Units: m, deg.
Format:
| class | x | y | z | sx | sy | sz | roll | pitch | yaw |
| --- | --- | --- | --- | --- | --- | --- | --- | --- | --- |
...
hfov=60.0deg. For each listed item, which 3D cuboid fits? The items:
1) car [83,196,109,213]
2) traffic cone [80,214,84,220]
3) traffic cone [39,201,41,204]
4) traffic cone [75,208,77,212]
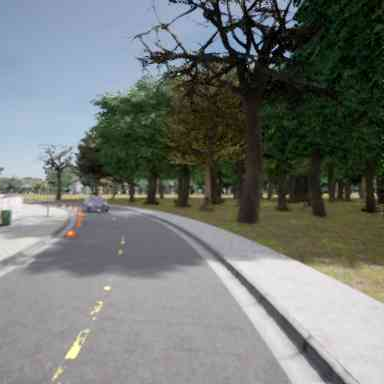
| class | x | y | z | sx | sy | sz | roll | pitch | yaw |
| --- | --- | --- | --- | --- | --- | --- | --- | --- | --- |
| car | -9.892 | 1.188 | 34.187 | 2.097 | 1.767 | 4.553 | 0 | 0 | -25 |
| traffic cone | -6.980 | 1.839 | 20.623 | 0.340 | 0.580 | 0.340 | 0 | 0 | -15 |
| traffic cone | -25.060 | 1.699 | 54.732 | 0.340 | 0.580 | 0.340 | 0 | 0 | -40 |
| traffic cone | -10.066 | 1.803 | 29.844 | 0.340 | 0.580 | 0.340 | 0 | 0 | -22 |
